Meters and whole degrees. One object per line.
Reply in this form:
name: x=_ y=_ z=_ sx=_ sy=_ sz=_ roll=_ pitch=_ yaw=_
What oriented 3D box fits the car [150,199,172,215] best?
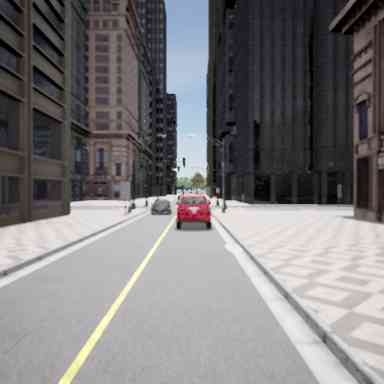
car: x=-3.037 y=1.492 z=33.635 sx=1.837 sy=1.490 sz=4.892 roll=0 pitch=0 yaw=1

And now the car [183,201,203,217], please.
car: x=0.099 y=1.586 z=32.722 sx=1.895 sy=1.301 sz=4.718 roll=0 pitch=0 yaw=0

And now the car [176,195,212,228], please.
car: x=0.101 y=1.211 z=21.971 sx=2.150 sy=2.045 sz=5.566 roll=0 pitch=0 yaw=0

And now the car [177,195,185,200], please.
car: x=-2.997 y=1.467 z=90.219 sx=1.837 sy=1.490 sz=4.892 roll=0 pitch=0 yaw=0
